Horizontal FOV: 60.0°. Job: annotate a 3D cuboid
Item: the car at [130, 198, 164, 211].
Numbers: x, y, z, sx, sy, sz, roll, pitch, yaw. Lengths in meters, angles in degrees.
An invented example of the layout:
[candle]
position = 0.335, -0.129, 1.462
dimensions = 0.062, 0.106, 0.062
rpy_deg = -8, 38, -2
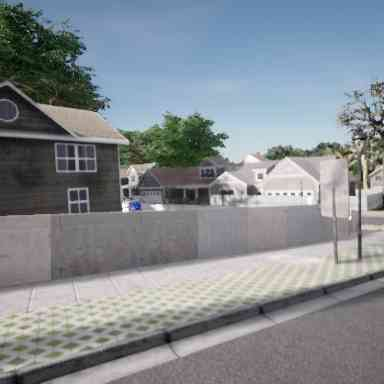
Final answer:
[car]
position = -5.414, 1.555, 39.912
dimensions = 1.882, 1.535, 5.008
rpy_deg = -5, 4, -45
